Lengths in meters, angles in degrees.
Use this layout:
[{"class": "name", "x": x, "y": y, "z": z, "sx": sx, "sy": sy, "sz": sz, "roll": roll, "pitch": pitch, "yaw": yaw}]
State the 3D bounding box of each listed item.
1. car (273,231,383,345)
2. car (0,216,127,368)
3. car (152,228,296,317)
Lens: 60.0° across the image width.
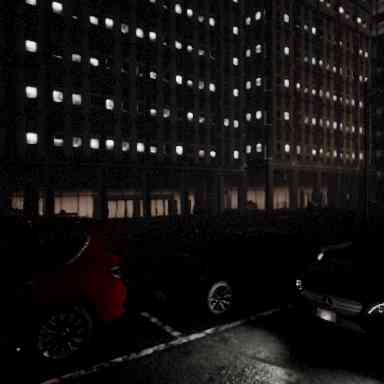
[{"class": "car", "x": 3.818, "y": 1.485, "z": 6.106, "sx": 4.674, "sy": 1.442, "sz": 1.812, "roll": 0, "pitch": 0, "yaw": -35}, {"class": "car", "x": -3.296, "y": 1.318, "z": 4.210, "sx": 5.009, "sy": 1.841, "sz": 2.192, "roll": 0, "pitch": 0, "yaw": -36}, {"class": "car", "x": 1.199, "y": 1.534, "z": 7.422, "sx": 4.313, "sy": 1.339, "sz": 1.947, "roll": 0, "pitch": 0, "yaw": -36}]
